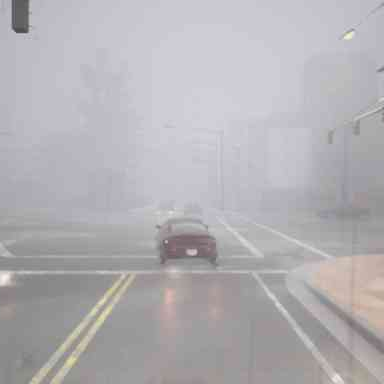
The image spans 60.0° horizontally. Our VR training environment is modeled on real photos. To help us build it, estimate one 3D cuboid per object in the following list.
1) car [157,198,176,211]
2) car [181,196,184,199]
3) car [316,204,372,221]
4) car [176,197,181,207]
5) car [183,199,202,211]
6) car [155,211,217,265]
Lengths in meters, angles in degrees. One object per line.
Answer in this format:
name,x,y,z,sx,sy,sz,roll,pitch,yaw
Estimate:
car,-3.553,1.858,46.214,1.812,1.442,4.674,0,0,0
car,-3.466,2.072,74.533,1.994,1.385,4.181,0,0,0
car,14.017,1.843,30.838,4.892,1.490,1.837,1,0,0
car,-3.509,1.909,60.011,1.882,1.535,5.008,0,0,1
car,0.120,1.800,36.729,1.812,1.442,4.674,0,0,0
car,-0.325,1.627,12.072,1.812,1.442,4.674,0,-1,-8
